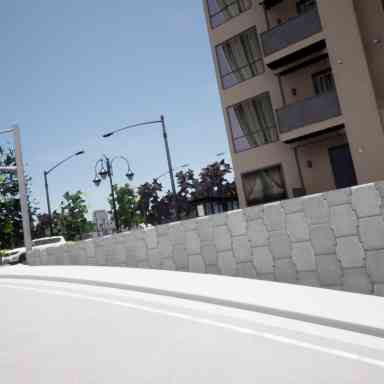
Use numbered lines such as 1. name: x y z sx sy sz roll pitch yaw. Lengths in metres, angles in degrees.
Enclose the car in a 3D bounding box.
1. car: -14.074 5.316 30.304 2.150 2.045 5.566 -14 -8 35
